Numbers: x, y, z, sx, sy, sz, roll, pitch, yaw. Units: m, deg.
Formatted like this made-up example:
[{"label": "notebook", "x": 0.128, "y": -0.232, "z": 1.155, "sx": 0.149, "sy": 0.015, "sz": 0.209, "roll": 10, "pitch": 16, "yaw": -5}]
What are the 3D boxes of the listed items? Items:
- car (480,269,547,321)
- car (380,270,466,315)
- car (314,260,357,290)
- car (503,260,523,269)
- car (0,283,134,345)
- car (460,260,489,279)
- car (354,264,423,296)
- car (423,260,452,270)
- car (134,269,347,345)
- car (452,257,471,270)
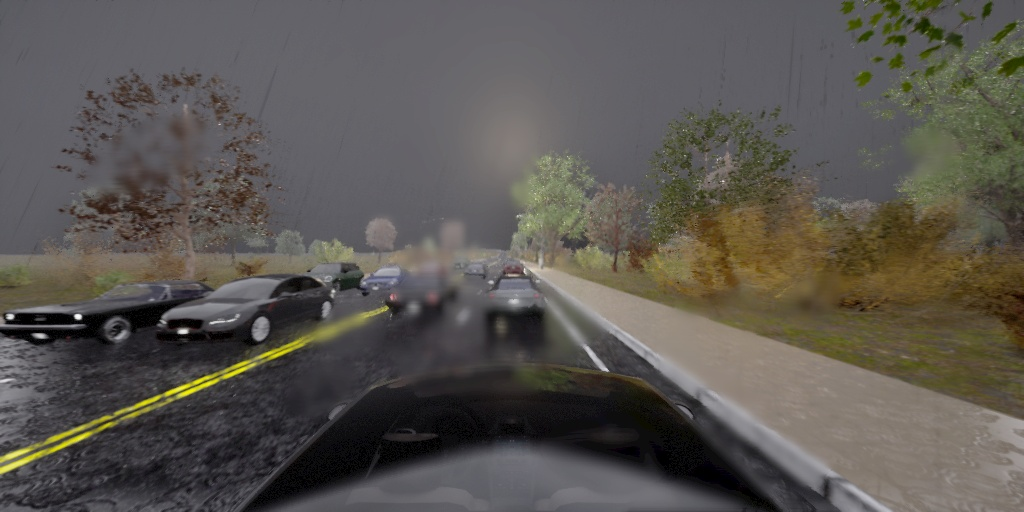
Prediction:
[{"label": "car", "x": 0.106, "y": 1.330, "z": 12.517, "sx": 1.994, "sy": 1.385, "sz": 4.181, "roll": 0, "pitch": 0, "yaw": 0}, {"label": "car", "x": -3.144, "y": 1.368, "z": 13.728, "sx": 1.895, "sy": 1.301, "sz": 4.718, "roll": 0, "pitch": 0, "yaw": 0}, {"label": "car", "x": -9.797, "y": 1.126, "z": 19.508, "sx": 2.097, "sy": 1.767, "sz": 4.553, "roll": 0, "pitch": 0, "yaw": 1}, {"label": "car", "x": 0.120, "y": 1.146, "z": 37.718, "sx": 2.097, "sy": 1.767, "sz": 4.553, "roll": 0, "pitch": 0, "yaw": 0}, {"label": "car", "x": -9.816, "y": 1.361, "z": 9.675, "sx": 1.895, "sy": 1.301, "sz": 4.718, "roll": 0, "pitch": 0, "yaw": 1}, {"label": "car", "x": -3.203, "y": 1.338, "z": 33.504, "sx": 2.033, "sy": 1.411, "sz": 5.357, "roll": 0, "pitch": 0, "yaw": 1}, {"label": "car", "x": -6.549, "y": 1.301, "z": 19.588, "sx": 1.812, "sy": 1.442, "sz": 4.674, "roll": 0, "pitch": 0, "yaw": 0}, {"label": "car", "x": -6.543, "y": 1.264, "z": 29.718, "sx": 1.882, "sy": 1.535, "sz": 5.008, "roll": 0, "pitch": 0, "yaw": 1}, {"label": "car", "x": -6.568, "y": 1.266, "z": 9.600, "sx": 1.837, "sy": 1.490, "sz": 4.892, "roll": 0, "pitch": 0, "yaw": 0}, {"label": "car", "x": -6.474, "y": 1.115, "z": 46.734, "sx": 2.150, "sy": 2.045, "sz": 5.566, "roll": 0, "pitch": 0, "yaw": 0}]
